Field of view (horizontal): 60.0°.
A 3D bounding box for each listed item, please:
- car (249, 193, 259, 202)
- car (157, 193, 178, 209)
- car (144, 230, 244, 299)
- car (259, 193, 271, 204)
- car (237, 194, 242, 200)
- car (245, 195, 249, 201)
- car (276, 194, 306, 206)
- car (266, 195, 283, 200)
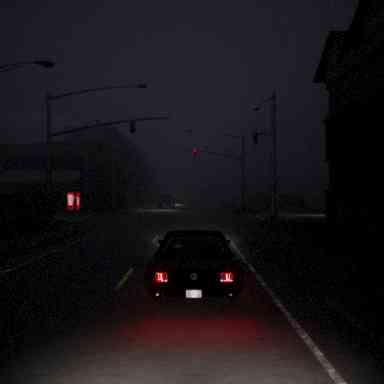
[{"bbox_3d":[14.170,1.091,67.572,3.866,1.878,1.905,0,0,0],"label":"car"},{"bbox_3d":[-3.590,1.221,46.748,2.150,2.045,5.566,0,0,0],"label":"car"},{"bbox_3d":[0.059,1.601,8.388,1.895,1.301,4.718,0,0,1],"label":"car"},{"bbox_3d":[14.170,1.168,54.778,5.027,1.636,2.152,0,0,0],"label":"car"},{"bbox_3d":[13.894,1.387,89.062,3.633,1.501,1.845,0,0,0],"label":"car"},{"bbox_3d":[13.758,1.111,70.478,4.605,1.855,1.932,0,0,0],"label":"car"},{"bbox_3d":[14.494,1.246,48.360,3.806,1.475,1.970,0,0,0],"label":"car"},{"bbox_3d":[21.315,1.398,86.081,3.806,1.475,1.970,0,0,0],"label":"car"}]
